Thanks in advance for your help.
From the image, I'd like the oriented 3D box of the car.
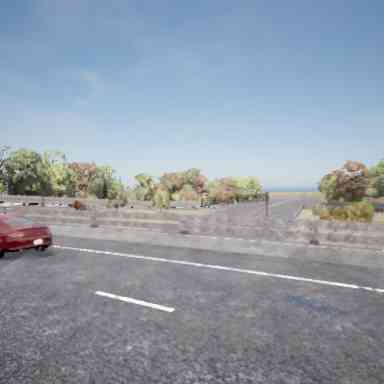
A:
[{"bbox_3d":[-7.137,1.493,12.201,4.674,1.442,1.812,0,0,29],"label":"car"}]
